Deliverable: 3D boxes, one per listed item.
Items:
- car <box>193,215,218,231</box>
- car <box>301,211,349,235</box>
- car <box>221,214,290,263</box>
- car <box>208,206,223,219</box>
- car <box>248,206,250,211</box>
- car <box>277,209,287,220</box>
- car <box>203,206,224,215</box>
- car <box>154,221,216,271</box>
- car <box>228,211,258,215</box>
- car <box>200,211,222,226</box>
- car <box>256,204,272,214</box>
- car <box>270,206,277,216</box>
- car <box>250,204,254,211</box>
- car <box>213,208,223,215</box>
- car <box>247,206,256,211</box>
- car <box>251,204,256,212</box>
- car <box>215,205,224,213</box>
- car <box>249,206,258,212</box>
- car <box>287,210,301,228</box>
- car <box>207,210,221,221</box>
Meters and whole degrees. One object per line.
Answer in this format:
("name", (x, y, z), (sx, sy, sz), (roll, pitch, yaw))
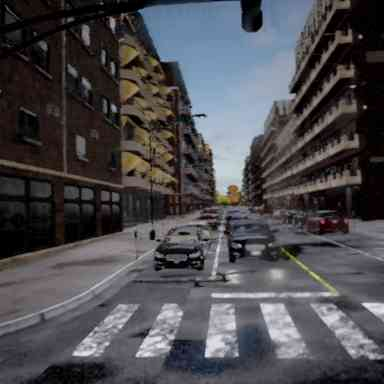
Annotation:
("car", (0.275, 2.205, 18.028), (1.752, 1.417, 4.829), (-2, -2, 6))
("car", (9.184, 1.983, 22.863), (1.967, 1.590, 4.097), (-2, -2, 6))
("car", (2.449, 1.933, 13.961), (2.128, 1.511, 4.902), (-2, -2, 6))
("car", (3.684, 3.179, 51.419), (2.192, 1.841, 5.009), (-2, -2, 6))
("car", (14.842, 3.828, 78.222), (2.192, 1.841, 5.009), (-2, -2, 6))
("car", (10.319, 2.485, 33.930), (2.008, 1.369, 4.403), (-2, -2, 6))
("car", (1.986, 2.589, 34.813), (2.192, 1.841, 5.009), (-2, -2, 6))
("car", (-0.273, 2.041, 12.661), (2.008, 1.369, 4.403), (-2, -2, 6))
("car", (3.506, 2.370, 24.281), (1.994, 1.385, 4.181), (-2, -2, 5))
("car", (1.425, 2.622, 29.268), (1.887, 1.381, 4.507), (-2, -2, 6))
("car", (12.578, 3.037, 56.081), (2.192, 1.841, 5.009), (-2, -2, 6))
("car", (10.902, 2.663, 39.635), (1.752, 1.417, 4.829), (-2, -2, 6))
("car", (14.282, 3.860, 72.679), (1.887, 1.381, 4.507), (-2, -2, 6))
("car", (5.388, 4.023, 68.016), (1.947, 1.339, 4.313), (-2, -2, 6))
("car", (15.981, 4.476, 89.285), (1.947, 1.339, 4.313), (-2, -2, 6))
("car", (13.716, 3.668, 67.143), (2.008, 1.369, 4.403), (-2, -2, 6))
("car", (7.081, 4.366, 84.632), (2.192, 1.841, 5.009), (-2, -2, 6))
("car", (15.414, 4.262, 83.750), (2.008, 1.369, 4.403), (-2, -2, 6))
("car", (9.753, 2.289, 28.395), (2.008, 1.369, 4.403), (-2, -2, 6))
("car", (3.105, 3.187, 45.706), (1.752, 1.417, 4.829), (-2, -2, 6))
